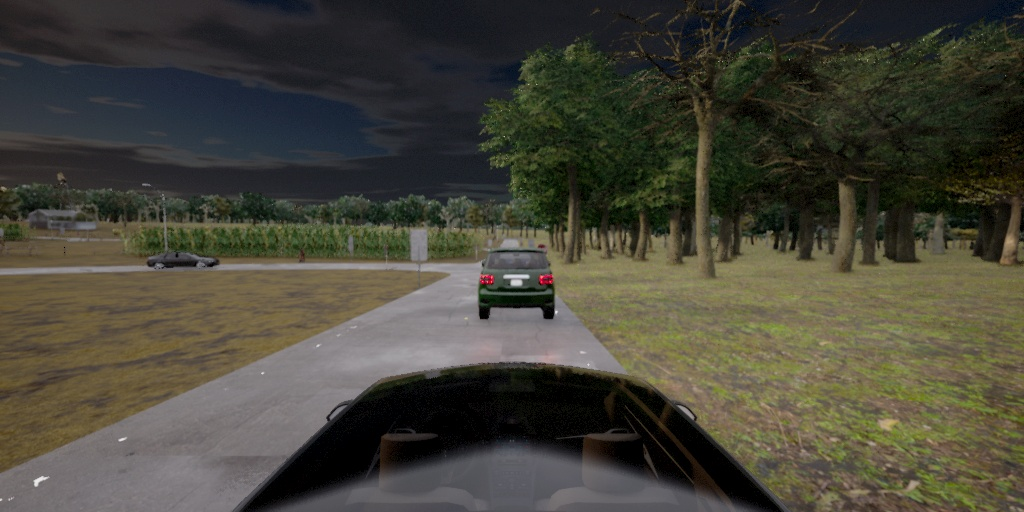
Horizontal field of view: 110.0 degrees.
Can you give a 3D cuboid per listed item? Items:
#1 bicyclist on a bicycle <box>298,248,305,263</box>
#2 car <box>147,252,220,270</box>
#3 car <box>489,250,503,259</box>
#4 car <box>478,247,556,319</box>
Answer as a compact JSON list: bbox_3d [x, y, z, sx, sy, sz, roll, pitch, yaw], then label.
[{"bbox_3d":[-23.278,-0.017,39.702,0.582,1.620,1.656,0,2,-11],"label":"bicyclist on a bicycle"},{"bbox_3d":[-29.039,0.415,31.819,4.892,1.490,1.837,-1,3,-19],"label":"car"},{"bbox_3d":[-2.563,-0.269,58.441,1.895,1.301,4.718,0,2,1],"label":"car"},{"bbox_3d":[0.143,0.747,11.845,2.150,2.045,5.566,0,1,1],"label":"car"}]
